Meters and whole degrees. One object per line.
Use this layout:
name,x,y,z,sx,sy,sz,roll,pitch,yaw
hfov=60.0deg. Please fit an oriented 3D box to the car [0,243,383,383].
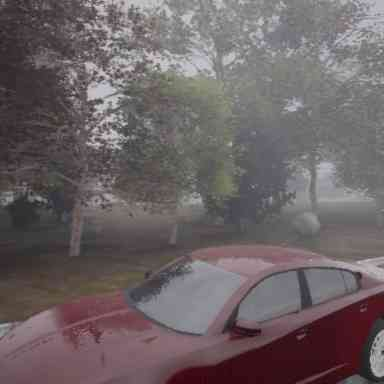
car,0.515,1.424,3.879,5.008,1.535,1.882,0,1,-32
